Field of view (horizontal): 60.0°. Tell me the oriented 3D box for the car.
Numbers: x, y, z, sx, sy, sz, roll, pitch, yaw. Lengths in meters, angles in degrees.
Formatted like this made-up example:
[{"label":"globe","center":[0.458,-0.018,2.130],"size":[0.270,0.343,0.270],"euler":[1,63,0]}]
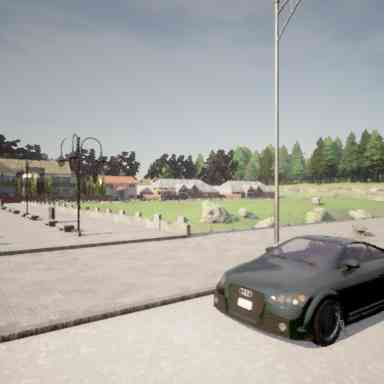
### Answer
[{"label":"car","center":[2.447,1.562,6.368],"size":[4.181,1.385,1.994],"euler":[0,0,-36]}]
